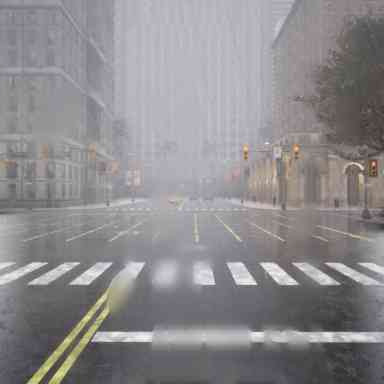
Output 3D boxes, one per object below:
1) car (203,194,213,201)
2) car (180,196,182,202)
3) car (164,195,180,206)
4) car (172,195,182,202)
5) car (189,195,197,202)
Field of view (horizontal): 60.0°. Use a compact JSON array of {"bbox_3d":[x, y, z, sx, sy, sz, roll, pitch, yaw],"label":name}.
[{"bbox_3d":[3.736,1.280,78.489,2.097,1.767,4.553,0,0,1],"label":"car"},{"bbox_3d":[-3.464,1.478,64.819,1.882,1.535,5.008,0,0,1],"label":"car"},{"bbox_3d":[-3.546,1.478,55.510,1.882,1.535,5.008,0,0,0],"label":"car"},{"bbox_3d":[-3.303,1.478,75.044,1.882,1.535,5.008,0,0,1],"label":"car"},{"bbox_3d":[0.236,1.449,78.556,2.128,1.511,4.902,0,0,1],"label":"car"}]
